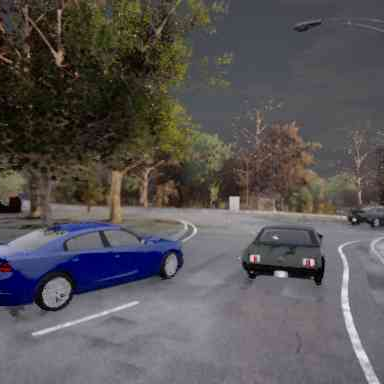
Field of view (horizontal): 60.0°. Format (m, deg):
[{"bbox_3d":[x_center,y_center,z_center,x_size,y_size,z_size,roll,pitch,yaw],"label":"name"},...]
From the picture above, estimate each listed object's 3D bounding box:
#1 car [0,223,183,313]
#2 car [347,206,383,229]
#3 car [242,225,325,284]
[{"bbox_3d":[-2.280,1.464,7.843,1.882,1.535,5.008,1,0,40],"label":"car"},{"bbox_3d":[13.335,1.789,23.729,4.892,1.490,1.837,4,-1,-24],"label":"car"},{"bbox_3d":[2.835,1.612,9.763,1.895,1.301,4.718,0,0,20],"label":"car"}]
